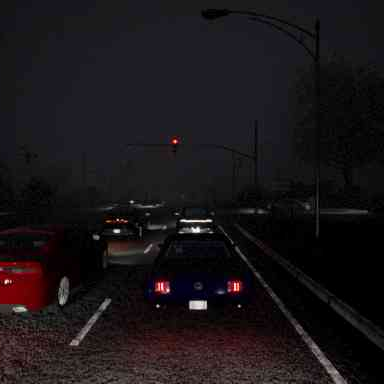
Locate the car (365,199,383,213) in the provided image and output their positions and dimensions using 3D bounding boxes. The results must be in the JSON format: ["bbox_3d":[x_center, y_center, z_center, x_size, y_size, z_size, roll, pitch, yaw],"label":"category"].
[{"bbox_3d":[21.675,1.594,35.699,4.718,1.301,1.895,0,0,3],"label":"car"}]

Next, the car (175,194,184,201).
[{"bbox_3d":[-3.292,1.532,84.663,2.033,1.411,5.357,0,0,0],"label":"car"}]

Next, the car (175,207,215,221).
[{"bbox_3d":[0.150,1.491,17.040,2.128,1.511,4.902,0,0,-1],"label":"car"}]

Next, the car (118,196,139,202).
[{"bbox_3d":[-10.486,1.491,53.185,2.128,1.511,4.902,0,0,1],"label":"car"}]

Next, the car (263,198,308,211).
[{"bbox_3d":[11.165,1.506,39.895,4.892,1.490,1.837,0,0,5],"label":"car"}]

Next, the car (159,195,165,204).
[{"bbox_3d":[-6.892,1.601,63.464,1.895,1.301,4.718,0,0,1],"label":"car"}]

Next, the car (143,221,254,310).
[{"bbox_3d":[0.119,1.601,7.778,1.895,1.301,4.718,0,0,0],"label":"car"}]

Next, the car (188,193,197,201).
[{"bbox_3d":[0.208,1.217,84.684,2.150,2.045,5.566,0,0,0],"label":"car"}]

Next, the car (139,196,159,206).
[{"bbox_3d":[-6.958,1.564,54.703,1.994,1.385,4.181,0,0,-1],"label":"car"}]

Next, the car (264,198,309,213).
[{"bbox_3d":[10.372,1.526,36.348,4.674,1.442,1.812,0,0,3],"label":"car"}]

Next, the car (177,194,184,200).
[{"bbox_3d":[-3.226,1.327,95.071,1.882,1.535,5.008,0,0,1],"label":"car"}]

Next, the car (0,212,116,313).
[{"bbox_3d":[-3.383,1.478,7.805,1.882,1.535,5.008,0,0,0],"label":"car"}]

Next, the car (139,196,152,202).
[{"bbox_3d":[-10.322,1.540,74.080,2.033,1.411,5.357,0,0,0],"label":"car"}]

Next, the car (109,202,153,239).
[{"bbox_3d":[-3.359,1.505,17.303,1.837,1.490,4.892,0,0,0],"label":"car"}]
